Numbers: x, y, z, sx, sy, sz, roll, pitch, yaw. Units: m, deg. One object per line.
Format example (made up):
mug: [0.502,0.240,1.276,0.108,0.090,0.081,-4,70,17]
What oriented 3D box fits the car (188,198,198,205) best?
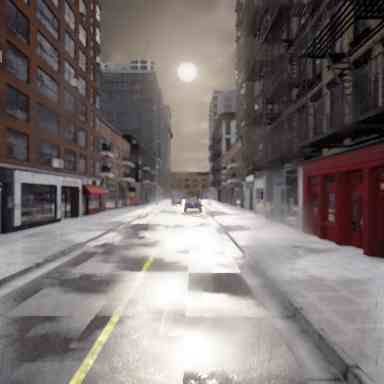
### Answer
car: [0.119,1.773,63.746,1.895,1.301,4.718,0,0,0]

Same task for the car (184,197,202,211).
car: [0.113,1.440,41.695,2.097,1.767,4.553,0,0,0]

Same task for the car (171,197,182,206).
car: [-2.732,1.723,60.361,1.837,1.490,4.892,0,0,0]
